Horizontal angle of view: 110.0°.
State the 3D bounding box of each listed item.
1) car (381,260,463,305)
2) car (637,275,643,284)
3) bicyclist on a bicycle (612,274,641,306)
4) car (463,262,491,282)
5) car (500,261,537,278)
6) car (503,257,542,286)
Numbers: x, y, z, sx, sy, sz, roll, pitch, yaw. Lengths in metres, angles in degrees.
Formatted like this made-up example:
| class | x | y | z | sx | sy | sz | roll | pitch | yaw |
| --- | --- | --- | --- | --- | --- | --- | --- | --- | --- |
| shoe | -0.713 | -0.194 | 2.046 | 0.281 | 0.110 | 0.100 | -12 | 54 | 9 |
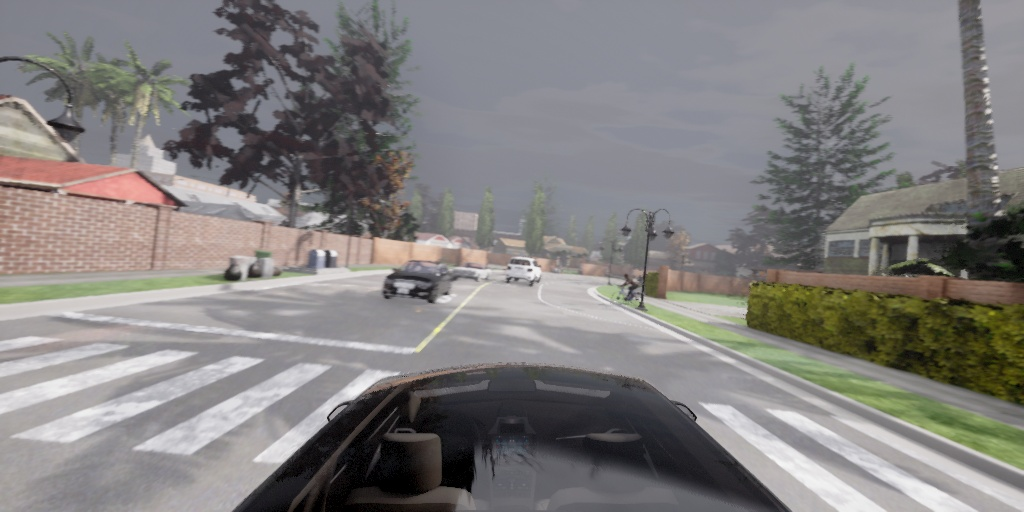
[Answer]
| class | x | y | z | sx | sy | sz | roll | pitch | yaw |
| --- | --- | --- | --- | --- | --- | --- | --- | --- | --- |
| car | -3.575 | 0.918 | 14.370 | 2.128 | 1.511 | 4.902 | 6 | 0 | 1 |
| car | 21.291 | 3.633 | 54.482 | 4.892 | 1.490 | 1.837 | 7 | -1 | -26 |
| bicyclist on a bicycle | 5.951 | 1.730 | 18.395 | 1.656 | 1.620 | 0.582 | 4 | 0 | 0 |
| car | -2.939 | 1.145 | 26.675 | 1.895 | 1.301 | 4.718 | 6 | 0 | 9 |
| car | 0.779 | 1.451 | 38.939 | 1.882 | 1.535 | 5.008 | 6 | 0 | 27 |
| car | 1.029 | 1.173 | 28.779 | 2.150 | 2.045 | 5.566 | 5 | 0 | 12 |
